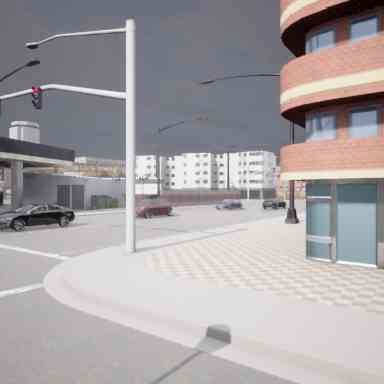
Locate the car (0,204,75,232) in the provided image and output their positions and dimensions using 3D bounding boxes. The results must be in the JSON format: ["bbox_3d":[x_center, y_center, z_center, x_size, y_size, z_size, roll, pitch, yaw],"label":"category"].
[{"bbox_3d":[-9.602,1.491,20.477,2.128,1.511,4.902,0,0,34],"label":"car"}]

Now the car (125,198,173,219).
[{"bbox_3d":[-3.686,1.352,29.119,2.097,1.767,4.553,0,0,34],"label":"car"}]

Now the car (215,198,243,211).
[{"bbox_3d":[4.662,1.525,41.195,1.812,1.442,4.674,0,0,35],"label":"car"}]

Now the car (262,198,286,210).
[{"bbox_3d":[10.870,1.491,43.704,2.128,1.511,4.902,0,0,35],"label":"car"}]
